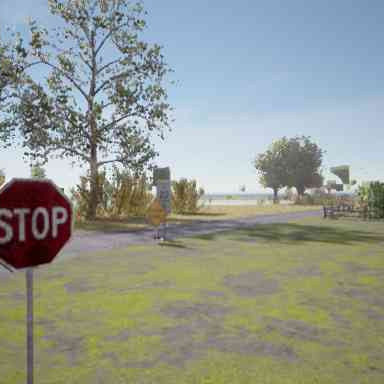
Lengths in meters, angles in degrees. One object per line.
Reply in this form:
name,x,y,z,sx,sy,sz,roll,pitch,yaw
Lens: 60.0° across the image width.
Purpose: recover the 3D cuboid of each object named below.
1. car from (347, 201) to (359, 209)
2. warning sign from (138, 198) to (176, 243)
car,31.713,2.448,64.736,2.097,1.767,4.553,-1,-1,35
warning sign,-1.561,1.223,14.811,1.300,1.860,1.060,0,0,35
